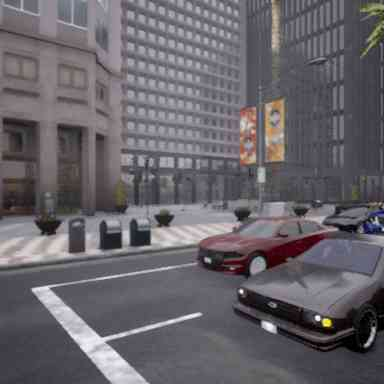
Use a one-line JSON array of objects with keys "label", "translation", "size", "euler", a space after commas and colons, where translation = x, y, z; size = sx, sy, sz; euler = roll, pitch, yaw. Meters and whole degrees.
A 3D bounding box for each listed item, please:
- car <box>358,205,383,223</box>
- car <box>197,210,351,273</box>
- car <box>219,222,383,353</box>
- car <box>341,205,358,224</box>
[{"label": "car", "translation": [10.383, 1.219, 15.563], "size": [5.566, 2.045, 2.150], "euler": [0, 0, -35]}, {"label": "car", "translation": [2.440, 1.477, 9.990], "size": [5.008, 1.535, 1.882], "euler": [0, 0, -35]}, {"label": "car", "translation": [3.281, 1.547, 6.304], "size": [5.357, 1.411, 2.033], "euler": [0, 0, -35]}, {"label": "car", "translation": [9.405, 1.511, 18.784], "size": [4.786, 1.482, 2.161], "euler": [0, 0, -36]}]
